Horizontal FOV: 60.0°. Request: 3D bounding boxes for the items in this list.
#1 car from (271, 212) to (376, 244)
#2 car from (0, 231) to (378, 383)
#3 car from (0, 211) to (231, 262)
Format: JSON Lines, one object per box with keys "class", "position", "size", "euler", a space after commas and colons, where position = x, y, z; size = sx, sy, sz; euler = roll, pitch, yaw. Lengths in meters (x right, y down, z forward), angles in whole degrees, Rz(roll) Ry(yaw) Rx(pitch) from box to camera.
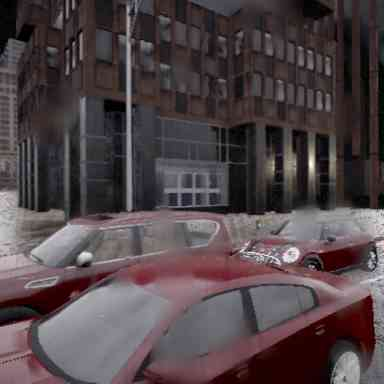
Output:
{"class": "car", "position": [3.126, 1.393, 8.881], "size": [4.097, 1.590, 1.967], "euler": [0, 0, -36]}
{"class": "car", "position": [-0.172, 1.468, 3.257], "size": [5.008, 1.535, 1.882], "euler": [0, 0, -36]}
{"class": "car", "position": [-1.371, 1.303, 5.673], "size": [5.009, 1.841, 2.192], "euler": [0, 0, -36]}
